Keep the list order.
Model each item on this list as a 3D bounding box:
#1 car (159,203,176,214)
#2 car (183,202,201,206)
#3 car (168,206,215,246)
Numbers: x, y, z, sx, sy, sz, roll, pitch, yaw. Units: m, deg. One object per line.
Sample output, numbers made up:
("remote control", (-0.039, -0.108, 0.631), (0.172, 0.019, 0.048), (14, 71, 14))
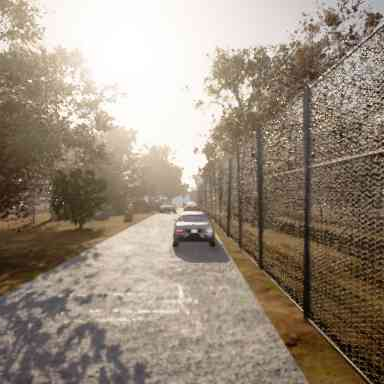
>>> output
("car", (-2.974, 2.022, 41.686), (1.994, 1.385, 4.181), (0, -1, 0))
("car", (-0.007, 1.891, 37.157), (1.812, 1.442, 4.674), (0, -1, 0))
("car", (0.080, 1.617, 15.668), (2.033, 1.411, 5.357), (0, 0, 0))
